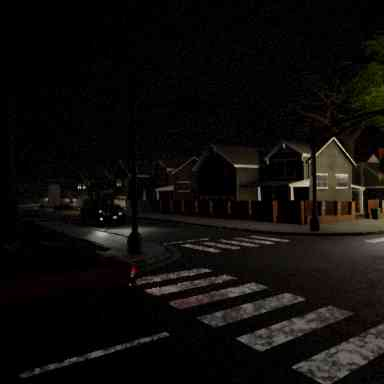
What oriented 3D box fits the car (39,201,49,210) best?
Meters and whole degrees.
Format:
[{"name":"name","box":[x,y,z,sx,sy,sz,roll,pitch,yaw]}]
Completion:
[{"name":"car","box":[-24.210,2.187,55.555,1.994,1.385,4.181,-1,0,-35]}]

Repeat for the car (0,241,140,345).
[{"name":"car","box":[-2.978,1.563,5.451,4.181,1.385,1.994,0,0,-37]}]

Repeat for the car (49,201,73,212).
[{"name":"car","box":[-18.235,1.985,47.025,2.128,1.511,4.902,-1,0,-34]}]

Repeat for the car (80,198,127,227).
[{"name":"car","box":[-7.035,1.495,25.938,2.150,2.045,5.566,-1,0,-34]}]
